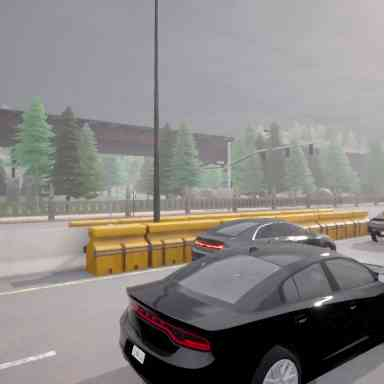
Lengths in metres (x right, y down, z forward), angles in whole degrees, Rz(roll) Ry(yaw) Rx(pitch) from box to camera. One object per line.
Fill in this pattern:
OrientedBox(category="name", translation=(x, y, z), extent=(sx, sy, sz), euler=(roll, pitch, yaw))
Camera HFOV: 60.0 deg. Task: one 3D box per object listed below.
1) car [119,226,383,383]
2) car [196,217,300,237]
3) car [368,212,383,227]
OrientedBox(category="car", translation=(1.474, 1.478, 4.798), extent=(5.008, 1.535, 1.882), euler=(0, 0, -36))
OrientedBox(category="car", translation=(2.242, 1.505, 9.650), extent=(4.892, 1.490, 1.837), euler=(0, 0, -35))
OrientedBox(category="car", translation=(9.909, 1.491, 15.124), extent=(4.902, 1.511, 2.128), euler=(0, 0, -36))
